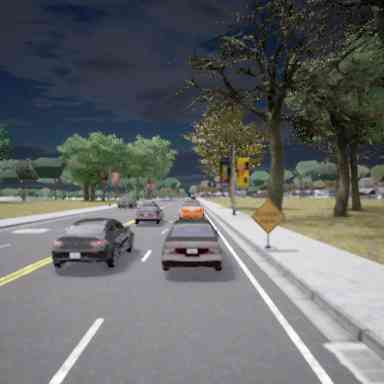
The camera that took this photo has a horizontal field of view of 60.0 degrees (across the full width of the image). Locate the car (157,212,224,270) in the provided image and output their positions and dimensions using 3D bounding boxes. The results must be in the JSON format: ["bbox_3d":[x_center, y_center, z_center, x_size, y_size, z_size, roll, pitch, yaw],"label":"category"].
[{"bbox_3d":[0.017,1.626,11.303,2.033,1.411,5.357,0,0,0],"label":"car"}]

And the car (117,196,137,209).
[{"bbox_3d":[-9.969,1.594,51.528,2.150,2.045,5.566,0,0,0],"label":"car"}]

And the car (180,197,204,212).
[{"bbox_3d":[-0.009,1.563,29.736,2.097,1.767,4.553,0,-1,0],"label":"car"}]

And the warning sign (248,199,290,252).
[{"bbox_3d":[2.819,1.201,12.333,1.300,1.860,1.060,0,0,0],"label":"warning sign"}]

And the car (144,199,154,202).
[{"bbox_3d":[-6.720,1.900,51.816,1.812,1.442,4.674,0,0,0],"label":"car"}]

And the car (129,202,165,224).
[{"bbox_3d":[-3.273,1.735,26.279,2.033,1.411,5.357,0,0,0],"label":"car"}]

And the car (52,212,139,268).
[{"bbox_3d":[-3.232,1.606,11.511,1.812,1.442,4.674,0,0,0],"label":"car"}]
